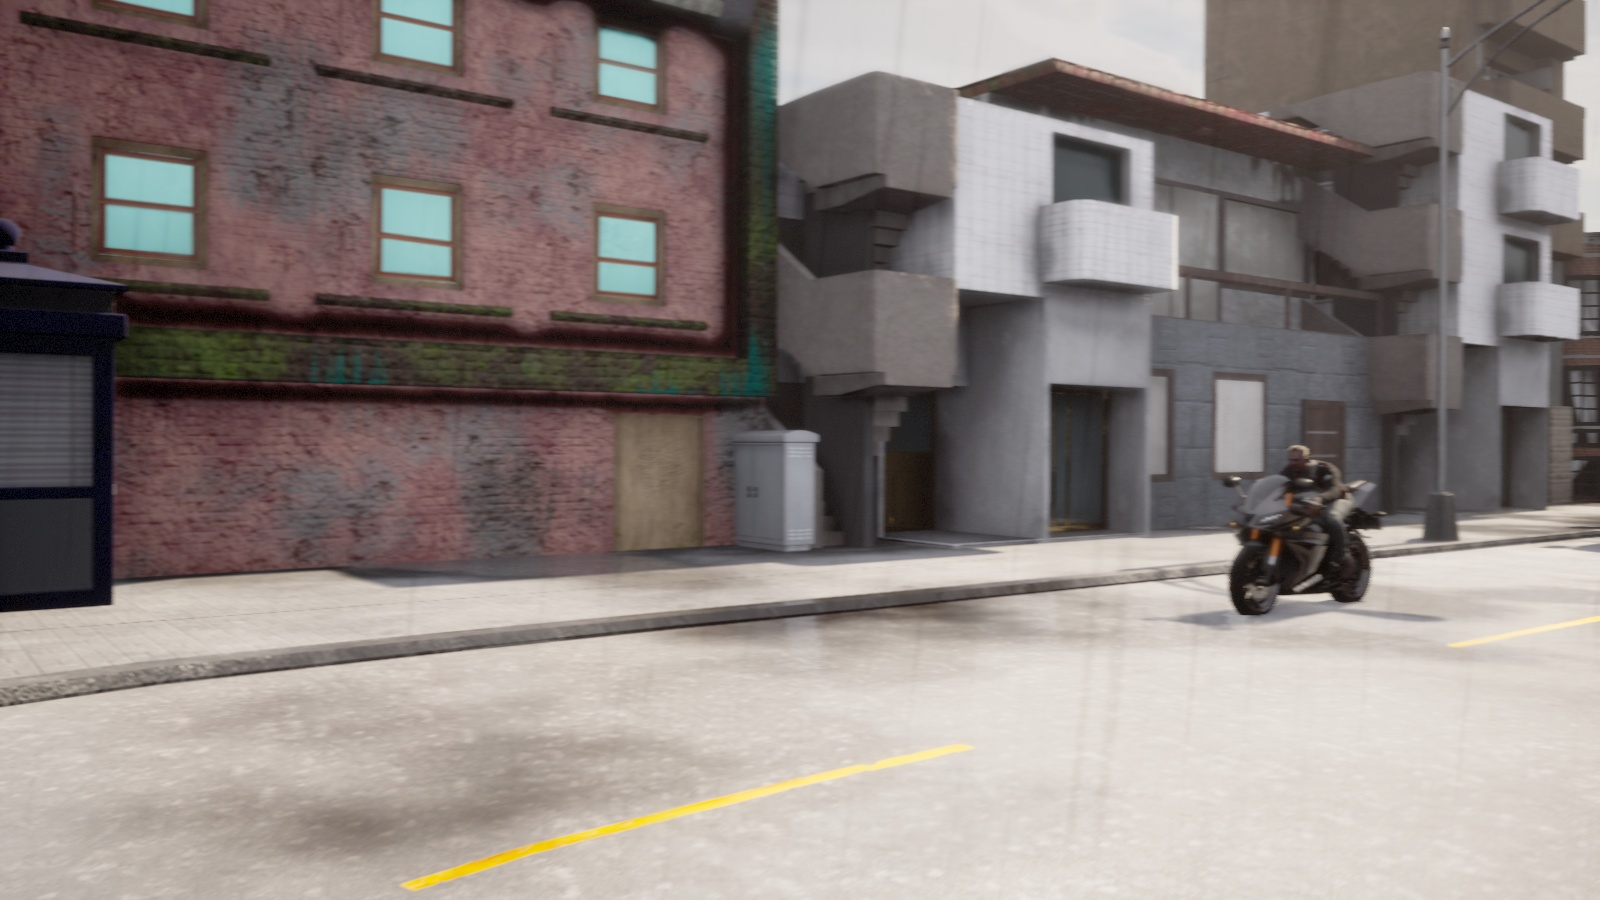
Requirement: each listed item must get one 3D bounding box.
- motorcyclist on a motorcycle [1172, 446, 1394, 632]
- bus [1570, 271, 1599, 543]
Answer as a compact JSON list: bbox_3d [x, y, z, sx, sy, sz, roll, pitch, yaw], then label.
[{"bbox_3d":[4.413,0.740,11.395,2.191,1.530,0.866,0,0,-38],"label":"motorcyclist on a motorcycle"},{"bbox_3d":[17.514,-0.649,21.515,10.273,4.253,3.944,0,0,-38],"label":"bus"}]
